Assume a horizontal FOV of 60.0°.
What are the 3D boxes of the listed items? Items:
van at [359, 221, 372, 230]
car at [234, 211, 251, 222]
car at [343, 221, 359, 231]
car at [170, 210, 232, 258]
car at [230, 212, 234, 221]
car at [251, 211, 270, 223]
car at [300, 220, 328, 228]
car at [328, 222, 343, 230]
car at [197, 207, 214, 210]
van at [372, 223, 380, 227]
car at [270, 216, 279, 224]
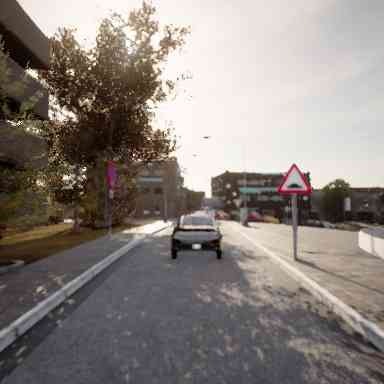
[{"bbox_3d":[31.574,6.634,64.171,1.878,1.987,4.442,8,-6,-29],"label":"van"},{"bbox_3d":[7.781,4.334,60.149,2.185,1.767,4.553,7,-5,-30],"label":"car"},{"bbox_3d":[28.431,6.564,63.923,1.946,1.575,5.366,7,-5,-29],"label":"car"},{"bbox_3d":[0.183,1.652,13.378,2.128,1.511,4.902,0,-2,1],"label":"car"},{"bbox_3d":[4.809,4.072,59.653,2.185,1.767,4.553,5,-5,-31],"label":"car"},{"bbox_3d":[10.778,4.513,60.706,2.435,2.045,5.566,8,-6,-30],"label":"car"},{"bbox_3d":[22.580,6.003,62.761,2.002,1.452,4.674,7,-5,-29],"label":"car"},{"bbox_3d":[25.550,6.303,63.271,2.002,1.452,4.674,8,-5,-29],"label":"car"},{"bbox_3d":[1.929,3.767,59.067,2.435,2.045,5.566,2,-4,-30],"label":"car"},{"bbox_3d":[34.546,6.934,64.665,1.878,1.987,4.442,8,-5,-29],"label":"van"},{"bbox_3d":[13.610,5.066,61.396,1.946,1.575,5.366,7,-5,-30],"label":"car"}]
